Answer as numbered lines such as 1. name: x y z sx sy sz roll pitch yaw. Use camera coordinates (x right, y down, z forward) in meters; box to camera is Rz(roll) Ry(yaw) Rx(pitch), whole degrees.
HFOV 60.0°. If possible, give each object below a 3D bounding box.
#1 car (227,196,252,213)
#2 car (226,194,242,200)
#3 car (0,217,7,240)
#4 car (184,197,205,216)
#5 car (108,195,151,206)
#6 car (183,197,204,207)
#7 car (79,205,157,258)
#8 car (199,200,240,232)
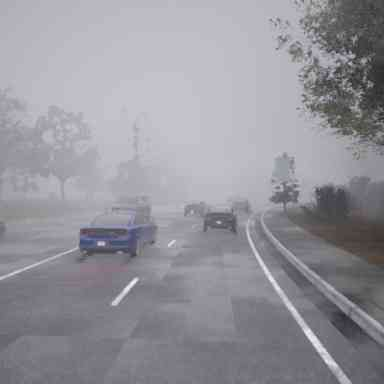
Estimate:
1. car: 5.767 1.568 38.418 2.128 1.511 4.902 0 0 16
2. car: 8.316 1.342 64.851 2.150 2.045 5.566 0 0 26
3. car: -9.772 1.510 13.859 1.812 1.442 4.674 0 0 6
4. car: 0.553 1.550 32.227 1.837 1.490 4.892 0 0 13
5. car: -4.702 1.236 25.190 2.150 2.045 5.566 0 0 10
6. car: 0.296 1.588 55.390 1.812 1.442 4.674 0 0 22
7. car: -2.642 1.487 12.951 1.882 1.535 5.008 0 0 5
8. car: 1.837 1.513 20.514 1.882 1.535 5.008 0 0 8
